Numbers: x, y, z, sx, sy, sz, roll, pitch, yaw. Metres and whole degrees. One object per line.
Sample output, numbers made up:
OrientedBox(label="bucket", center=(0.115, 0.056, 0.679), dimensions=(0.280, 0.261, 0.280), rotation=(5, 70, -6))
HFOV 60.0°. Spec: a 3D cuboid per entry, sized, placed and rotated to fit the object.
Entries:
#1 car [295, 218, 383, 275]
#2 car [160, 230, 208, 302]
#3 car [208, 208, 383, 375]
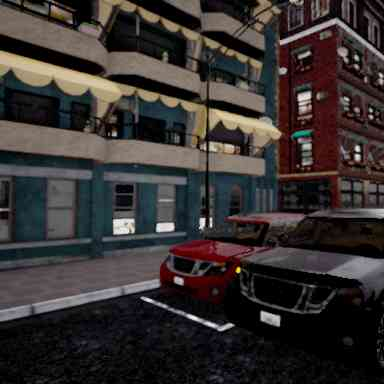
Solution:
OrientedBox(label="car", center=(5.795, 1.790, 12.035), dimensions=(4.507, 1.381, 1.887), rotation=(1, -1, -41))
OrientedBox(label="car", center=(1.624, 1.494, 8.345), dimensions=(5.009, 1.841, 2.192), rotation=(1, -1, -41))
OrientedBox(label="car", center=(3.092, 1.347, 6.211), dimensions=(5.566, 2.045, 2.150), rotation=(1, -2, -42))
